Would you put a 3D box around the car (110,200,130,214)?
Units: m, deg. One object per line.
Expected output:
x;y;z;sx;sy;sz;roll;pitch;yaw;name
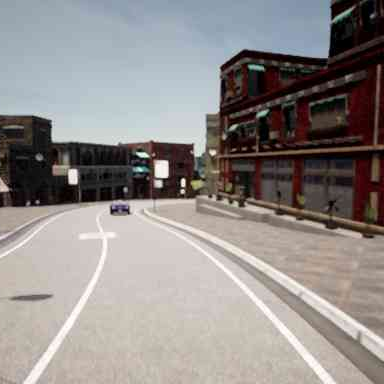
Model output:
-7.146;1.479;33.315;1.895;1.301;4.718;-1;0;-11;car
